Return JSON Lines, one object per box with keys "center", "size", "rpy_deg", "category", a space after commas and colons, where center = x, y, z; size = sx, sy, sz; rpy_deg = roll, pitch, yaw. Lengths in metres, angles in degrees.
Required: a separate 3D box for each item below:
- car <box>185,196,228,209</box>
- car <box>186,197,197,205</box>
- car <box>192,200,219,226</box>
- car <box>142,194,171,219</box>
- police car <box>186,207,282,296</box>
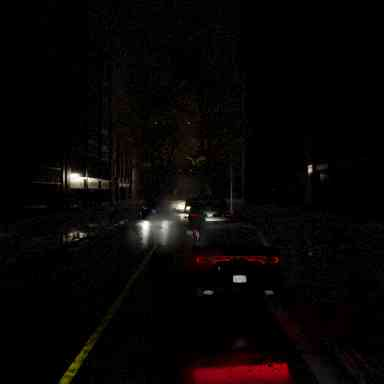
{"center": [0.876, 1.228, 18.739], "size": [2.150, 2.045, 5.566], "rpy_deg": [0, 0, 0], "category": "car"}
{"center": [-0.080, 1.642, 60.120], "size": [1.895, 1.301, 4.718], "rpy_deg": [0, 0, 0], "category": "car"}
{"center": [0.868, 1.462, 24.899], "size": [1.801, 1.575, 5.366], "rpy_deg": [0, 0, 0], "category": "car"}
{"center": [-3.039, 1.231, 29.560], "size": [2.150, 2.045, 5.566], "rpy_deg": [0, 0, 0], "category": "car"}
{"center": [0.890, 1.426, 8.819], "size": [1.930, 1.638, 5.238], "rpy_deg": [0, 0, 0], "category": "police car"}
